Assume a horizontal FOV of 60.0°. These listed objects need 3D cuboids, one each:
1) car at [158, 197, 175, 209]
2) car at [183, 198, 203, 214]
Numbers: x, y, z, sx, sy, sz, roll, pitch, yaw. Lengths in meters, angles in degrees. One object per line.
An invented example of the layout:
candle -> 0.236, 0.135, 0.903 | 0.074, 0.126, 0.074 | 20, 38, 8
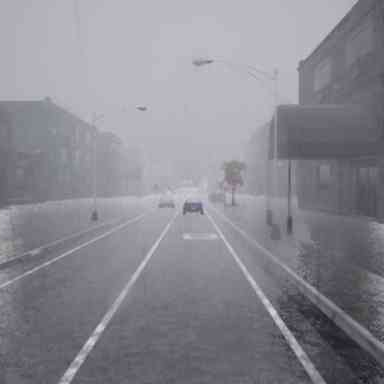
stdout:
car -> -3.081, 1.305, 41.373 | 1.812, 1.442, 4.674 | 0, 1, 0
car -> 0.103, 1.340, 33.037 | 1.882, 1.535, 5.008 | 0, 0, 0
